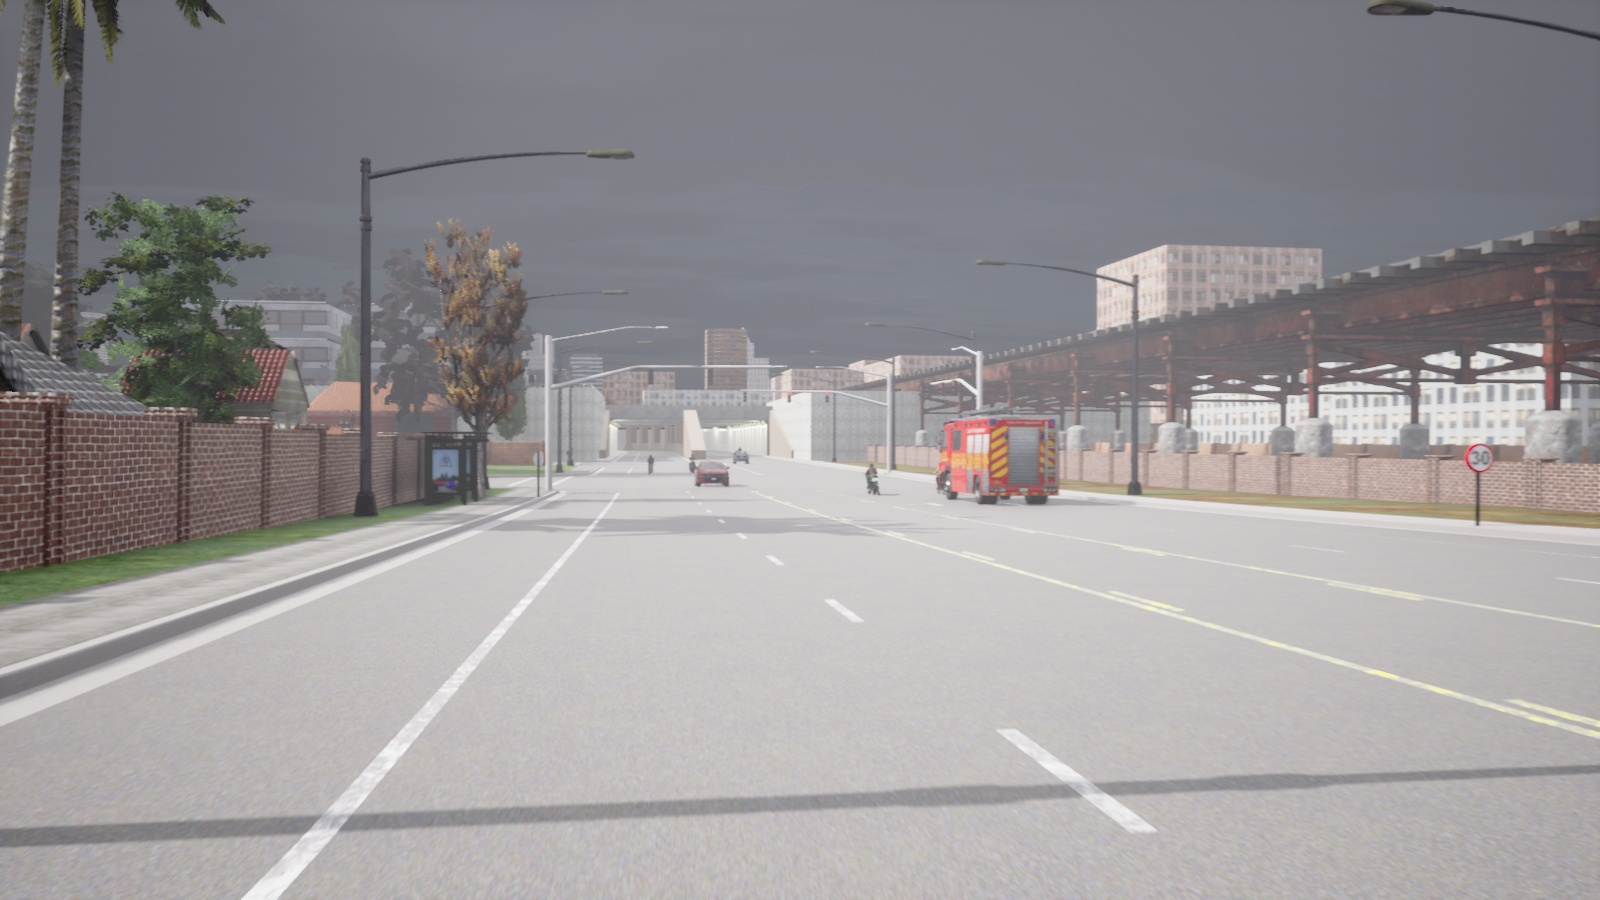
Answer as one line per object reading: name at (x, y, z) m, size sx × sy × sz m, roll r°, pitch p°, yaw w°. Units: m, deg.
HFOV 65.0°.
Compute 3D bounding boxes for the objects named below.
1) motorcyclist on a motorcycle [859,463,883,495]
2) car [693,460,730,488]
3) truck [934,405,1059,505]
motorcyclist on a motorcycle at (3.451, 1.394, 60.914) m, size 0.797 × 1.523 × 2.044 m, roll 0°, pitch 0°, yaw -7°
car at (-5.284, 1.421, 74.528) m, size 1.882 × 1.535 × 5.008 m, roll 0°, pitch 0°, yaw -7°
truck at (8.013, 0.186, 52.461) m, size 2.891 × 3.827 × 8.468 m, roll 0°, pitch 0°, yaw -7°
